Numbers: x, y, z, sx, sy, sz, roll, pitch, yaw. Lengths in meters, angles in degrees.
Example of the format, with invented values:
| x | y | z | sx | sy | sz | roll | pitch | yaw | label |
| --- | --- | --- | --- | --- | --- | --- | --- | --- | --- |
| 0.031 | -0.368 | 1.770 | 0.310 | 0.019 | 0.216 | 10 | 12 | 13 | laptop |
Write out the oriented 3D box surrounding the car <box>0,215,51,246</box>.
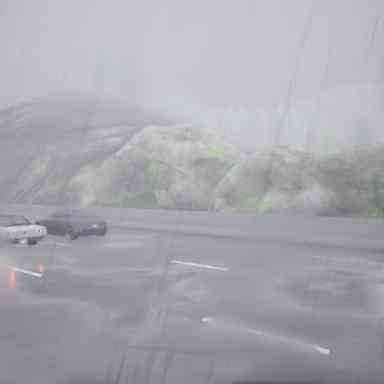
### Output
| x | y | z | sx | sy | sz | roll | pitch | yaw | label |
| --- | --- | --- | --- | --- | --- | --- | --- | --- | --- |
| -8.293 | 1.614 | 14.084 | 4.718 | 1.301 | 1.895 | 0 | 0 | 36 | car |

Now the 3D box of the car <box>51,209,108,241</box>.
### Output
| x | y | z | sx | sy | sz | roll | pitch | yaw | label |
| --- | --- | --- | --- | --- | --- | --- | --- | --- | --- |
| -6.236 | 1.570 | 16.916 | 4.181 | 1.385 | 1.994 | 0 | 0 | 36 | car |
